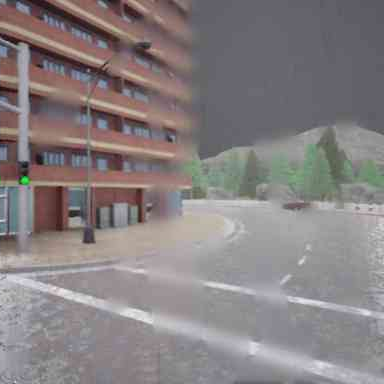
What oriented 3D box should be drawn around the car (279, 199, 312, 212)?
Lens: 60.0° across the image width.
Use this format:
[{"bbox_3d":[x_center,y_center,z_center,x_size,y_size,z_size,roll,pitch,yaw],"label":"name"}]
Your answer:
[{"bbox_3d":[13.007,1.671,42.004,1.882,1.535,5.008,0,0,-19],"label":"car"}]
